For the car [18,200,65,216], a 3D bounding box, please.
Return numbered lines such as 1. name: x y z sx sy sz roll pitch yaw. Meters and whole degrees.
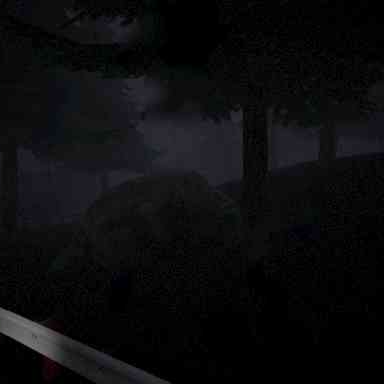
1. car: -13.098 1.490 27.917 1.837 1.490 4.892 0 0 36
